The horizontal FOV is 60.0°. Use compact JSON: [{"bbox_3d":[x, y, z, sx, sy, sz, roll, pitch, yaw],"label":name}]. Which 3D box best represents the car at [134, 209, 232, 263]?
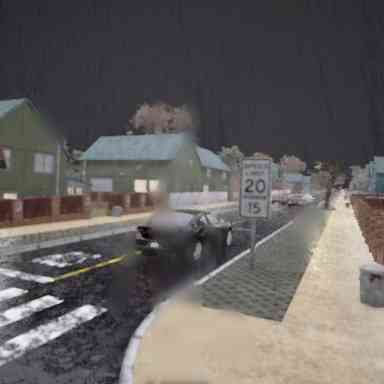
[{"bbox_3d":[-0.054,1.344,11.781,1.882,1.535,5.008,2,1,24],"label":"car"}]

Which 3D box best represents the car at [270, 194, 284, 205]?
[{"bbox_3d":[11.962,1.000,44.985,2.033,1.411,5.357,2,2,24],"label":"car"}]

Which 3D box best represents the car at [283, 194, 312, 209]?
[{"bbox_3d":[12.621,1.151,39.650,2.033,1.411,5.357,2,2,25],"label":"car"}]
